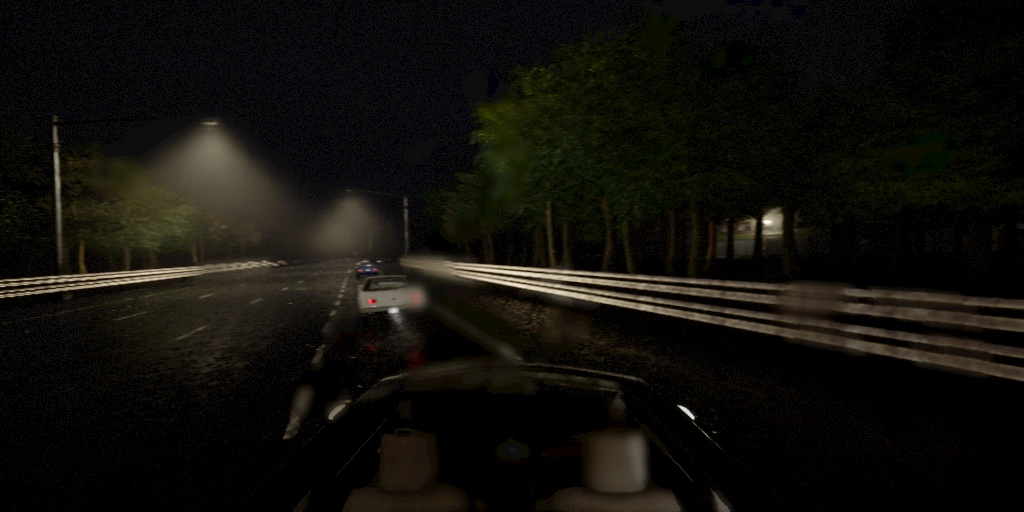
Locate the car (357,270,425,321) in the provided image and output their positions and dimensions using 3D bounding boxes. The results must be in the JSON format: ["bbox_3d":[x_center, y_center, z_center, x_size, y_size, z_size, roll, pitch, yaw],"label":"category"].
[{"bbox_3d":[-4.454,1.352,12.822,1.895,1.301,4.718,-2,1,-24],"label":"car"}]

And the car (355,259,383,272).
[{"bbox_3d":[-14.076,1.320,34.792,2.033,1.411,5.357,-2,1,-24],"label":"car"}]
